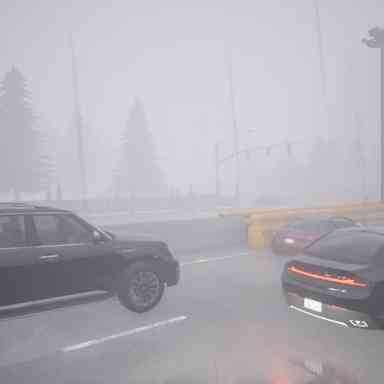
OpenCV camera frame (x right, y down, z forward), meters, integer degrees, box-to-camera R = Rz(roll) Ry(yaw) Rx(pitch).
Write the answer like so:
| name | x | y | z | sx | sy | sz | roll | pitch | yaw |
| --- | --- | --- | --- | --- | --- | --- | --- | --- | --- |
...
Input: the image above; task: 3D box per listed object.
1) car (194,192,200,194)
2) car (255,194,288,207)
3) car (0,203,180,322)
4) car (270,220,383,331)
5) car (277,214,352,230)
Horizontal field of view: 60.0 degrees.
| name | x | y | z | sx | sy | sz | roll | pitch | yaw |
| --- | --- | --- | --- | --- | --- | --- | --- | --- | --- |
| car | 1.048 | 0.834 | 76.665 | 2.128 | 1.511 | 4.902 | -1 | 1 | 3 |
| car | 10.004 | 1.031 | 42.036 | 2.128 | 1.511 | 4.902 | -1 | 0 | -27 |
| car | -2.912 | 1.217 | 5.968 | 5.566 | 2.045 | 2.150 | 0 | 0 | -36 |
| car | 3.808 | 1.435 | 6.464 | 4.892 | 1.490 | 1.837 | -1 | 1 | -35 |
| car | 4.619 | 1.441 | 11.331 | 4.181 | 1.385 | 1.994 | -1 | 1 | -35 |
